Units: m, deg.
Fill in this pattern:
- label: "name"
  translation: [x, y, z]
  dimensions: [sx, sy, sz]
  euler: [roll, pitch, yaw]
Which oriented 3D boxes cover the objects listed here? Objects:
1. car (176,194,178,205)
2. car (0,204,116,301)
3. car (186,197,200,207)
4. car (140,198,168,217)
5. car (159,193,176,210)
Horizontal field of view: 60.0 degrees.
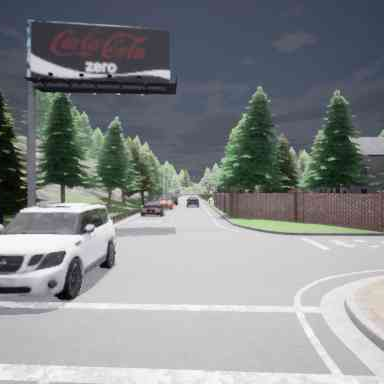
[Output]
- label: "car"
  translation: [-3.518, 1.221, 56.970]
  dimensions: [2.150, 2.045, 5.566]
  euler: [0, 0, 0]
- label: "car"
  translation: [-3.602, 1.369, 8.964]
  dimensions: [2.150, 2.045, 5.566]
  euler: [0, -1, 0]
- label: "car"
  translation: [0.134, 1.504, 52.621]
  dimensions: [1.837, 1.490, 4.892]
  euler: [0, 0, 0]
- label: "car"
  translation: [-3.579, 1.564, 30.836]
  dimensions: [1.994, 1.385, 4.181]
  euler: [0, 0, 0]
- label: "car"
  translation: [-3.567, 1.353, 43.110]
  dimensions: [2.097, 1.767, 4.553]
  euler: [0, 0, 0]
